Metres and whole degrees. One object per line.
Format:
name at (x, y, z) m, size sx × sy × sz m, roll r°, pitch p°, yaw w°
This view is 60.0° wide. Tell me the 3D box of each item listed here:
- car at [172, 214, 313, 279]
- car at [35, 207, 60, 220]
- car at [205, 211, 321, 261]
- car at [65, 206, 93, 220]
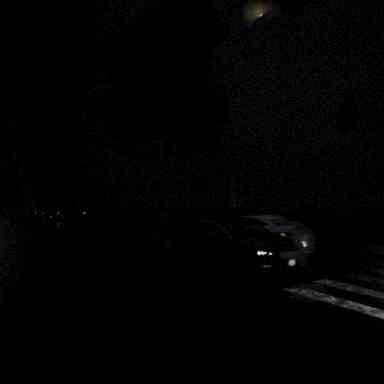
car at (1.172, 1.570, 10.499) m, size 2.128 × 1.511 × 4.902 m, roll 0°, pitch -1°, yaw -34°
car at (-15.103, 2.203, 34.566) m, size 1.895 × 1.301 × 4.718 m, roll 0°, pitch -1°, yaw -34°
car at (2.642, 1.626, 13.562) m, size 1.812 × 1.442 × 4.674 m, roll 0°, pitch -1°, yaw -34°
car at (-11.984, 2.139, 35.176) m, size 1.994 × 1.385 × 4.181 m, roll 0°, pitch -1°, yaw -34°
